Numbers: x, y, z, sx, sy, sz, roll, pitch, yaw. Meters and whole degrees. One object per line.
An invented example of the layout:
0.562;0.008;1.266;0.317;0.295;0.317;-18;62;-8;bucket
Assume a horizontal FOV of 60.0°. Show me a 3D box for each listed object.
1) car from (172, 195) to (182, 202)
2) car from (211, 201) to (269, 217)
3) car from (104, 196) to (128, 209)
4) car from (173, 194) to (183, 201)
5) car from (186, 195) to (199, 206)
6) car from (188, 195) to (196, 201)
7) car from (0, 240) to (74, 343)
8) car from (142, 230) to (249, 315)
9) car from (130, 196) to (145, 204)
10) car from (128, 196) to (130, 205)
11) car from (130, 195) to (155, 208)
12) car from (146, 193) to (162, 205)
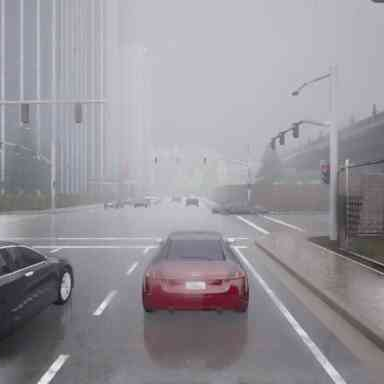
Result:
-3.512;1.494;74.264;1.837;1.490;4.892;0;0;0;car
4.556;1.586;31.783;5.357;1.411;2.033;1;0;0;car
-10.600;1.491;45.348;2.128;1.511;4.902;0;0;0;car
-3.514;1.385;84.688;2.128;1.511;4.902;0;0;0;car
0.069;1.477;55.687;1.882;1.535;5.008;0;0;0;car
-0.014;1.523;85.277;1.812;1.442;4.674;0;0;0;car
-3.443;1.505;5.217;1.837;1.490;4.892;0;0;0;car
0.070;1.564;7.673;1.994;1.385;4.181;0;0;0;car
-10.543;1.547;64.908;2.033;1.411;5.357;0;0;1;car
-10.593;1.504;54.592;1.837;1.490;4.892;0;0;0;car
-7.096;1.547;47.973;2.033;1.411;5.357;0;0;0;car
-7.084;1.221;58.163;2.150;2.045;5.566;0;0;1;car
